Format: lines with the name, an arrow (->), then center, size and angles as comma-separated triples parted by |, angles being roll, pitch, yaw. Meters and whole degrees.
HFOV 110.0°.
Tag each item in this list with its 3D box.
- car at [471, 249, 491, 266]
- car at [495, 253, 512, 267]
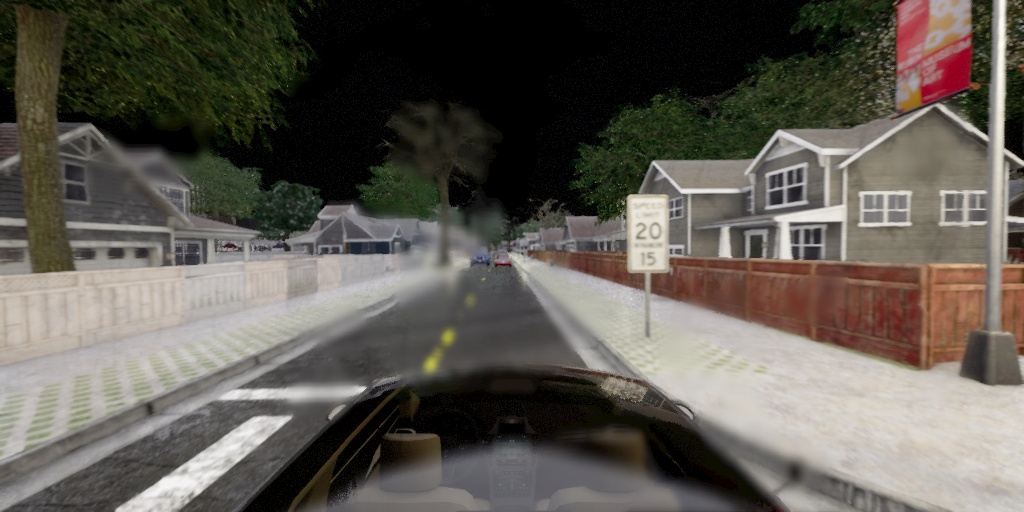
car -> -3.864, 0.180, 45.347 | 2.150, 2.045, 5.566 | -1, 1, -2
car -> -1.012, 0.560, 41.701 | 1.994, 1.385, 4.181 | -1, 1, -2
